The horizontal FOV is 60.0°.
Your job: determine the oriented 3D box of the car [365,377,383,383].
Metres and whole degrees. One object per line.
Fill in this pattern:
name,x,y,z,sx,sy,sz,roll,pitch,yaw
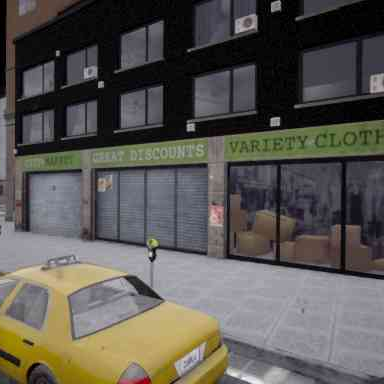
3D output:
car,2.793,1.551,1.097,4.403,1.369,2.008,0,1,36

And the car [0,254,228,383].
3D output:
car,-1.892,1.524,4.441,4.829,1.417,1.752,0,1,36
